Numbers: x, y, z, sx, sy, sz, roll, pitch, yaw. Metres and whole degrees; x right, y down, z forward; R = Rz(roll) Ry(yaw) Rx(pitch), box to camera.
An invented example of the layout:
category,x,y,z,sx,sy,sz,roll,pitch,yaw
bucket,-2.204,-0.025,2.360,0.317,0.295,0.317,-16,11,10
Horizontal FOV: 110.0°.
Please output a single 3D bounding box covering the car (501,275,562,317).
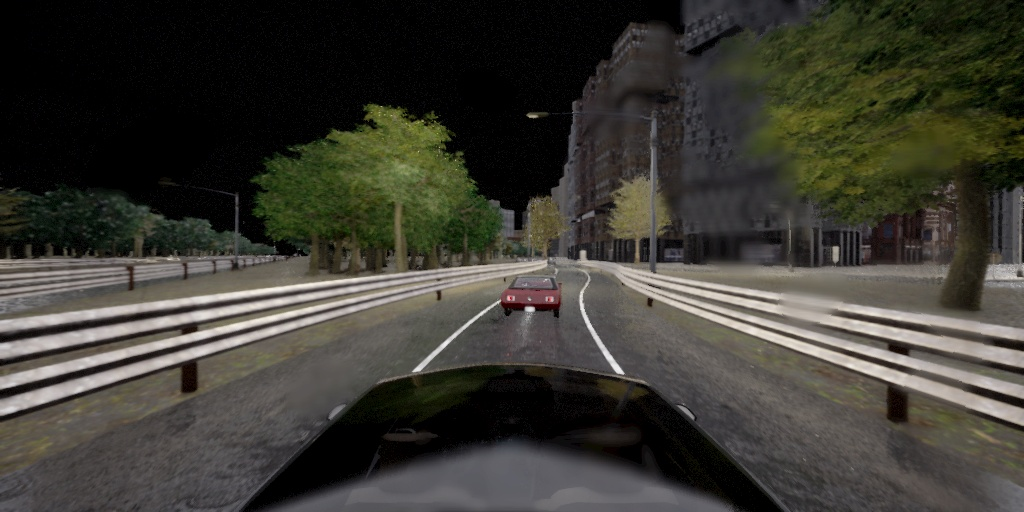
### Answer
category,x,y,z,sx,sy,sz,roll,pitch,yaw
car,0.893,1.355,13.284,1.895,1.301,4.718,0,0,8
